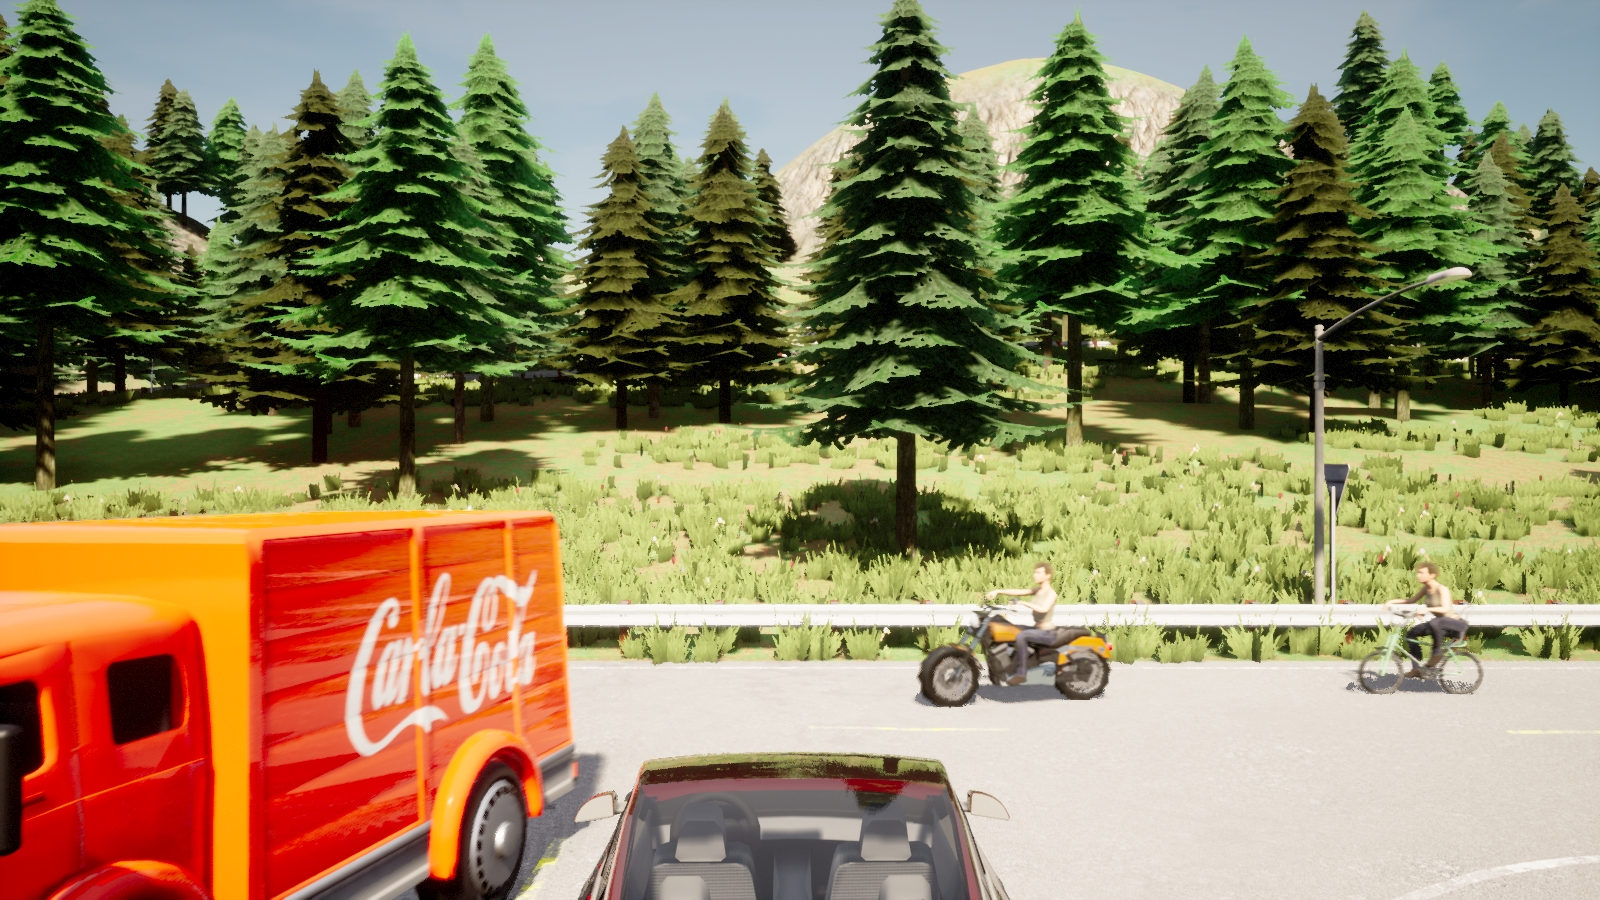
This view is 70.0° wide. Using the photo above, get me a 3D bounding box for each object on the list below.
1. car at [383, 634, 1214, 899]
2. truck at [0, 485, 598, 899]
[{"bbox_3d":[-0.029,1.935,5.115,2.163,1.488,4.792,0,-1,-1],"label":"car"},{"bbox_3d":[-3.294,1.456,6.040,2.627,2.467,5.204,-1,-1,12],"label":"truck"}]
